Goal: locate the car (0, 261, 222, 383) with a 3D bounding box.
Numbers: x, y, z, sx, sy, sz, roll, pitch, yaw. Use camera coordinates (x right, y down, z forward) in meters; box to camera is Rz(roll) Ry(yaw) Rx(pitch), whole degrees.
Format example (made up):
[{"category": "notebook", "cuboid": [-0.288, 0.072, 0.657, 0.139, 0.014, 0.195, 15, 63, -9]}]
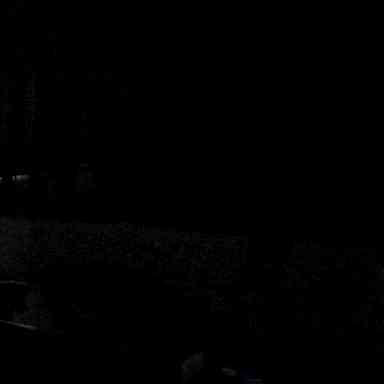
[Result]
[{"category": "car", "cuboid": [-1.683, 1.574, 4.160, 4.313, 1.339, 1.947, 0, 0, 35]}]
